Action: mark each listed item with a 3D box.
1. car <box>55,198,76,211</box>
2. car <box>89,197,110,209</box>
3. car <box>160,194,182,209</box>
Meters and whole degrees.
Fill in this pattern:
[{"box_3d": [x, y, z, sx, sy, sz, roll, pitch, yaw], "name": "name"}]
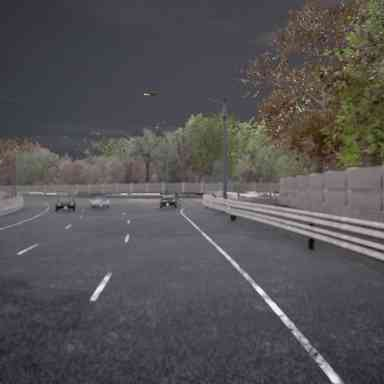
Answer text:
[{"box_3d": [-13.090, 1.227, 34.535, 1.895, 1.301, 4.718, -1, 1, -20], "name": "car"}, {"box_3d": [-10.637, 1.167, 38.000, 1.895, 1.301, 4.718, -1, 1, -21], "name": "car"}, {"box_3d": [-2.294, 1.030, 37.250, 1.837, 1.490, 4.892, -2, 1, 6], "name": "car"}]
